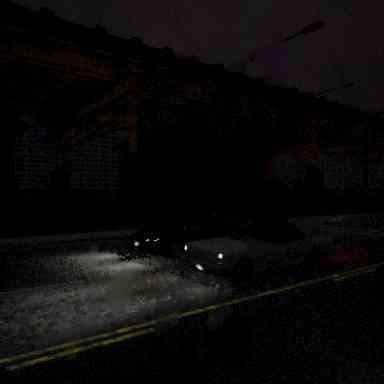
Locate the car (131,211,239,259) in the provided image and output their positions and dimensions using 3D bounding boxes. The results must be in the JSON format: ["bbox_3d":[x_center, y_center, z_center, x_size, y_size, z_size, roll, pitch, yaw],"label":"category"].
[{"bbox_3d":[0.103,1.505,12.647,4.892,1.490,1.837,0,0,-35],"label":"car"}]

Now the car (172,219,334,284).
[{"bbox_3d":[2.002,1.601,9.703,4.718,1.301,1.895,0,0,-35],"label":"car"}]
